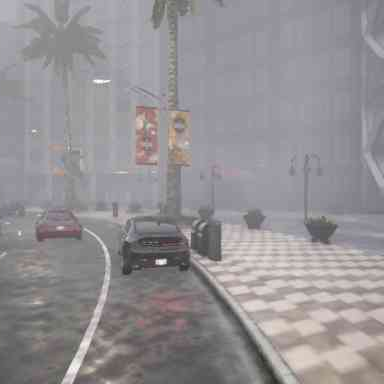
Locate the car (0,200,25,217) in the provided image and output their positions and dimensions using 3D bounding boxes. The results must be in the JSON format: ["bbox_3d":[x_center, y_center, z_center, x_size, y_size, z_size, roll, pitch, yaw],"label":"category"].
[{"bbox_3d":[-16.912,1.499,30.232,4.892,1.490,1.837,0,0,42],"label":"car"}]

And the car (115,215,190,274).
[{"bbox_3d":[-1.376,1.502,10.674,1.837,1.490,4.892,0,0,-15],"label":"car"}]

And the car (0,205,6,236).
[{"bbox_3d":[-9.864,1.523,15.148,1.812,1.442,4.674,0,0,-25],"label":"car"}]

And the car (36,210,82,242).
[{"bbox_3d":[-6.685,1.566,16.612,1.994,1.385,4.181,0,0,-25],"label":"car"}]
